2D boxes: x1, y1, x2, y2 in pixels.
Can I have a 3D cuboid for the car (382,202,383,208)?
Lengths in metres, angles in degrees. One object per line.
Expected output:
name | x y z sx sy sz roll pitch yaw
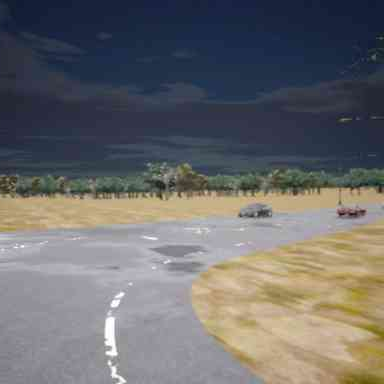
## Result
car | 35.836 2.238 60.616 1.812 1.442 4.674 0 0 33

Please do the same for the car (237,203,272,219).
car | 6.382 1.884 33.494 1.837 1.490 4.892 0 1 40

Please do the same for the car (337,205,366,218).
car | 17.071 2.022 35.381 1.895 1.301 4.718 0 -1 40
